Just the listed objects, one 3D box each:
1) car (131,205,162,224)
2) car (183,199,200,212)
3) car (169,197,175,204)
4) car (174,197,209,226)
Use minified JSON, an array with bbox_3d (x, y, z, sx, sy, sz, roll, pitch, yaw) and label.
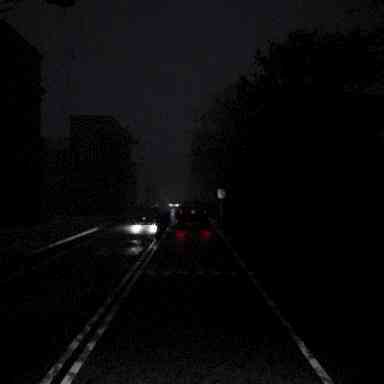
[{"bbox_3d":[-3.390,1.672,25.476,1.994,1.385,4.181,0,0,0],"label":"car"},{"bbox_3d":[-0.019,1.706,42.532,2.033,1.411,5.357,0,0,0],"label":"car"},{"bbox_3d":[-3.601,1.696,67.932,2.128,1.511,4.902,0,0,-1],"label":"car"},{"bbox_3d":[0.066,1.426,23.993,2.097,1.767,4.553,0,-2,0],"label":"car"}]
